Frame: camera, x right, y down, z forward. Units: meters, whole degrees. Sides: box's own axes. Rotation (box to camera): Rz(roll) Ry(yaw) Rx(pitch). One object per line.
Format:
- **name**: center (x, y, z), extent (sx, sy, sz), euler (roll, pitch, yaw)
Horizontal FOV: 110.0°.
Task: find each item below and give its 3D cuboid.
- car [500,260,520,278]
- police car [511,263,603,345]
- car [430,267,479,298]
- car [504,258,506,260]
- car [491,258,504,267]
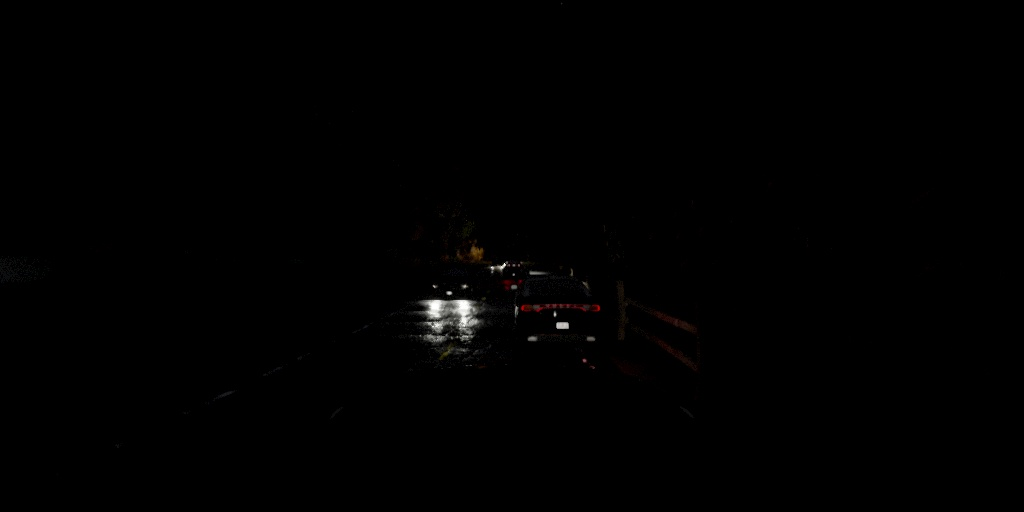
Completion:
- **car**: center (0.197, 1.280, 32.476), extent (1.895, 1.301, 4.718), euler (0, 0, 1)
- **police car**: center (1.003, 1.156, 9.611), extent (1.930, 1.638, 5.238), euler (0, 0, 0)
- **car**: center (-2.769, 1.258, 18.525), extent (2.033, 1.411, 5.357), euler (0, 0, 0)
- **car**: center (0.284, 1.195, 46.489), extent (2.033, 1.411, 5.357), euler (0, 0, 1)
- **car**: center (-2.519, 1.119, 62.182), extent (1.837, 1.490, 4.892), euler (0, 0, 1)
